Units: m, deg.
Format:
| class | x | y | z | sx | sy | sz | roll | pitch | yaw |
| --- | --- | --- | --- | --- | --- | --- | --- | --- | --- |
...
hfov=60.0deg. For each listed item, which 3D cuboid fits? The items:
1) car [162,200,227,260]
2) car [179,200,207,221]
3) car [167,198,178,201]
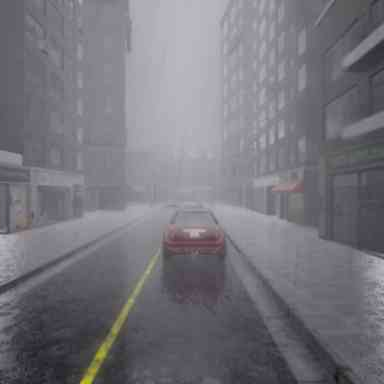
| class | x | y | z | sx | sy | sz | roll | pitch | yaw |
| --- | --- | --- | --- | --- | --- | --- | --- | --- | --- |
| car | 0.086 | 1.359 | 12.607 | 2.097 | 1.767 | 4.553 | 0 | 0 | 0 |
| car | 0.088 | 1.501 | 28.023 | 2.128 | 1.511 | 4.902 | 0 | 0 | 0 |
| car | -2.564 | 1.559 | 44.245 | 2.033 | 1.411 | 5.357 | 0 | 0 | 0 |
